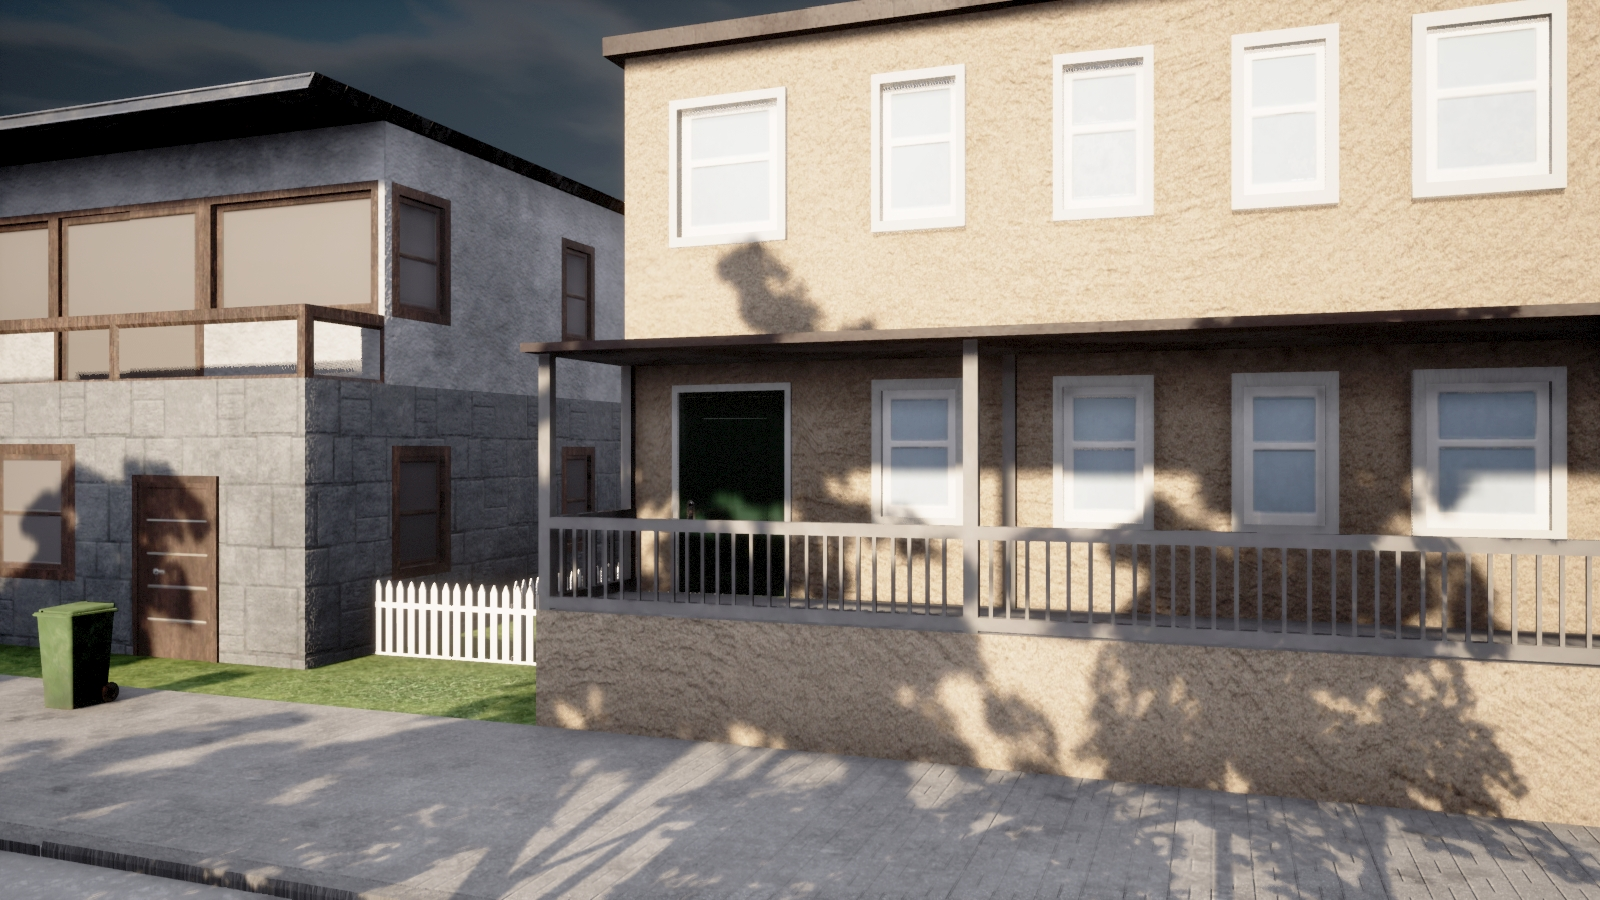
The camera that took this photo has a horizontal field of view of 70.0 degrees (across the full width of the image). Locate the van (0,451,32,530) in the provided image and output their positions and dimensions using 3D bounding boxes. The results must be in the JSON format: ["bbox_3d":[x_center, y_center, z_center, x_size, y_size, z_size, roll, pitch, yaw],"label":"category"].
[{"bbox_3d":[-27.753,1.329,35.973,1.988,2.561,5.915,0,0,20],"label":"van"}]
